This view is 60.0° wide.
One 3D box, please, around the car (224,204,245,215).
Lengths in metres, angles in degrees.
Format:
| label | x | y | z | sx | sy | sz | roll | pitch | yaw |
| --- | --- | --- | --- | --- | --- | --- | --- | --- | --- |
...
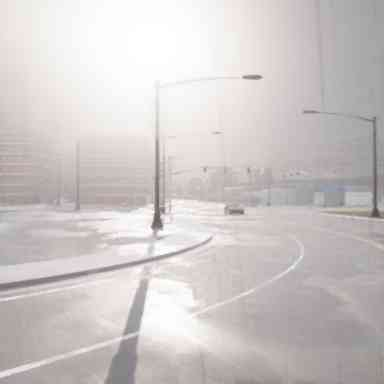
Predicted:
| label | x | y | z | sx | sy | sz | roll | pitch | yaw |
| --- | --- | --- | --- | --- | --- | --- | --- | --- | --- |
| car | 5.494 | 2.243 | 43.953 | 2.033 | 1.411 | 5.357 | 0 | -1 | -5 |
